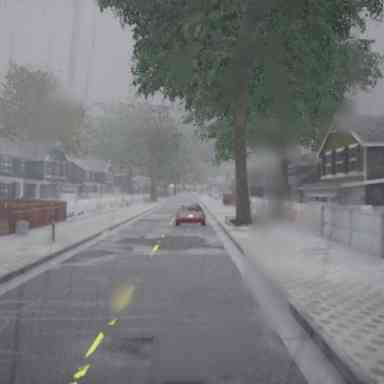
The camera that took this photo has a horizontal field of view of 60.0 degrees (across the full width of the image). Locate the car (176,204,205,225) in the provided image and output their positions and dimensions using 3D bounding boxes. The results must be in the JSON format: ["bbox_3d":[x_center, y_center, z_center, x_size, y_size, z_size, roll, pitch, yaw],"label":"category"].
[{"bbox_3d":[-0.098,1.492,23.218,1.994,1.385,4.181,0,0,0],"label":"car"}]
